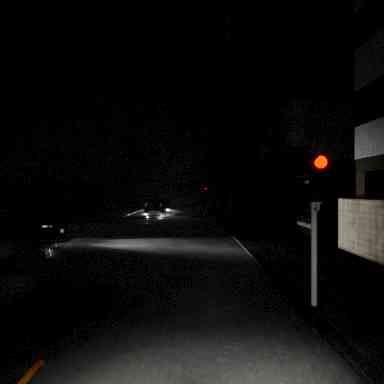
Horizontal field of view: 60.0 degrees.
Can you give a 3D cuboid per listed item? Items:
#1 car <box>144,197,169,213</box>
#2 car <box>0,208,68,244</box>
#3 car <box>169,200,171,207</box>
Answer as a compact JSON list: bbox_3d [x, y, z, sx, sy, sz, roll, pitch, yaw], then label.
[{"bbox_3d":[-4.117,1.352,37.612,2.097,1.767,4.553,0,0,0],"label":"car"},{"bbox_3d":[-8.237,1.492,15.454,4.902,1.511,2.128,0,0,11],"label":"car"},{"bbox_3d":[-4.103,1.601,47.674,1.895,1.301,4.718,0,0,0],"label":"car"}]
